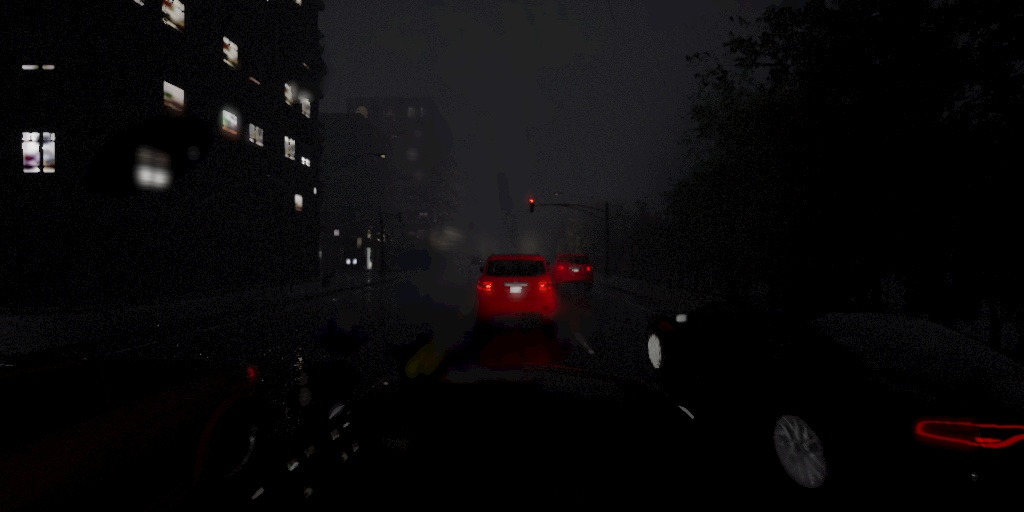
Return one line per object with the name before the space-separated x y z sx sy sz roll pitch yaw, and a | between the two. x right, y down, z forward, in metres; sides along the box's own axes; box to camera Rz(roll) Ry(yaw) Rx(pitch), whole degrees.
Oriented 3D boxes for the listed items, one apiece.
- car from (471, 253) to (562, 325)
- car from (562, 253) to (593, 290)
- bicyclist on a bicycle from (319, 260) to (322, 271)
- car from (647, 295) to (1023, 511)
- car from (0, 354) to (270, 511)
car | 0.104 0.929 11.768 2.150 2.045 5.566 0 1 0
car | 3.359 0.879 21.827 2.150 2.045 5.566 0 0 -1
bicyclist on a bicycle | -24.865 1.140 45.981 0.582 1.620 1.656 -1 1 -1
car | 3.348 1.215 4.454 1.882 1.535 5.008 0 1 0
car | -3.349 1.314 1.761 1.994 1.385 4.181 0 0 0
